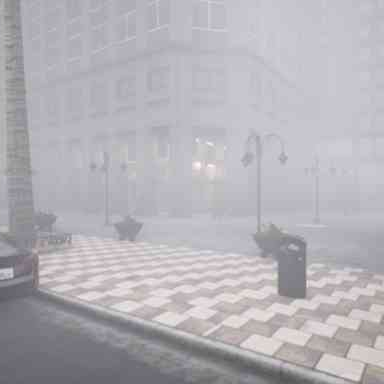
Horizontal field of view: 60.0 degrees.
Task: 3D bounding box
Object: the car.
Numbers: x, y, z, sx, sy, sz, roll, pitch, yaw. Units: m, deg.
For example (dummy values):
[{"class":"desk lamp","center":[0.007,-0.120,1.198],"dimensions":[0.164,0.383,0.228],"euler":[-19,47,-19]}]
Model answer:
[{"class":"car","center":[-5.267,1.507,7.213],"dimensions":[4.786,1.482,2.161],"euler":[0,0,35]}]
